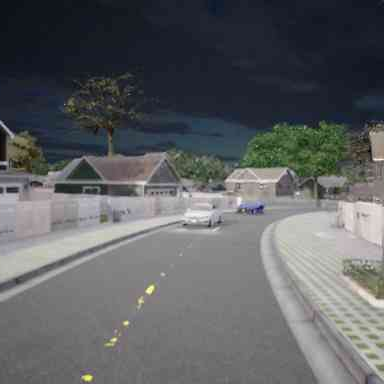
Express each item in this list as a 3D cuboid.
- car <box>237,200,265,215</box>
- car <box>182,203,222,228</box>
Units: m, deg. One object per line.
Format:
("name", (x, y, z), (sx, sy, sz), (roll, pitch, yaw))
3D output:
("car", (6.355, 1.608, 35.724), (1.882, 1.535, 5.008), (1, 0, 28))
("car", (0.760, 1.471, 22.073), (1.812, 1.442, 4.674), (1, 0, 16))
